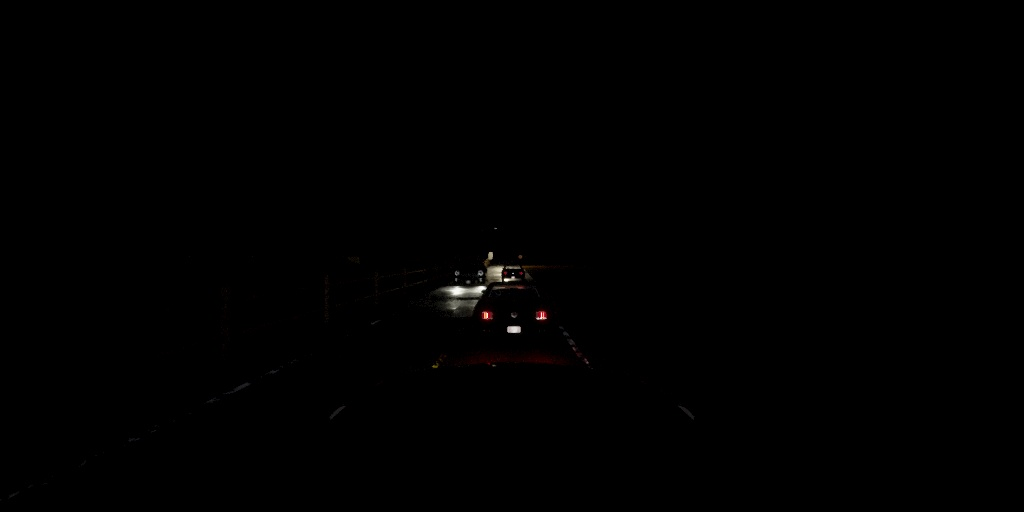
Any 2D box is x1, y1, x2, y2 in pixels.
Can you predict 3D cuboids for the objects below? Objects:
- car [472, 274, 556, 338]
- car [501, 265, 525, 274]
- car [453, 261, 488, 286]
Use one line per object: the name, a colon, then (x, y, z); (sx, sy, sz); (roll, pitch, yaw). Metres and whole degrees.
car: (0.061, 1.355, 10.220); (1.895, 1.301, 4.718); (0, 0, 0)
car: (0.084, 1.376, 29.955); (1.895, 1.301, 4.718); (0, 0, 0)
car: (-2.851, 1.121, 25.576); (2.097, 1.767, 4.553); (0, 0, 0)
